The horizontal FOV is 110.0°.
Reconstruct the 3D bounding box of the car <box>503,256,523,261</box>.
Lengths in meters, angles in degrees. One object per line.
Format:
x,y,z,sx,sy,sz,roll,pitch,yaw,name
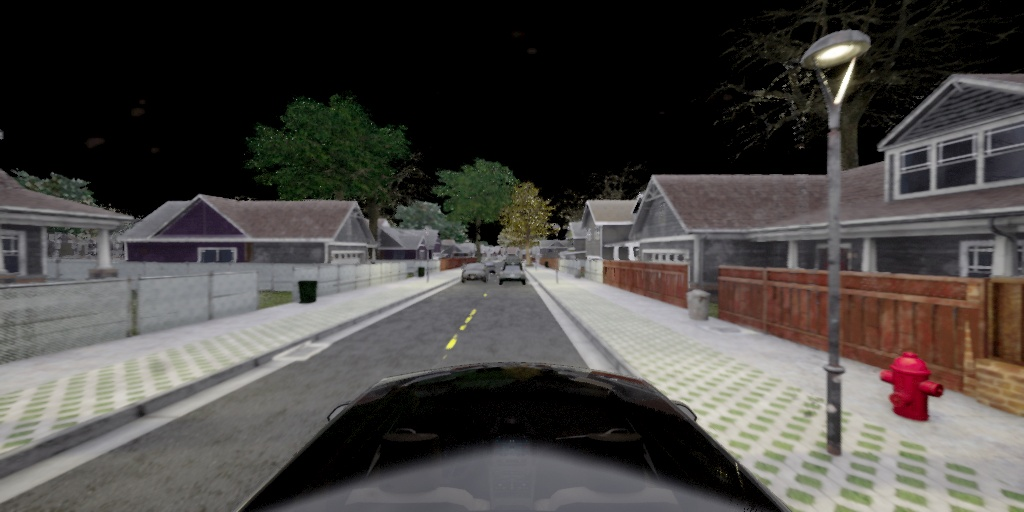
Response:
0.125,0.986,44.043,2.150,2.045,5.566,0,0,0,car

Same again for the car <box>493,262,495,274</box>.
-2.714,1.310,40.767,2.033,1.411,5.357,0,0,0,car

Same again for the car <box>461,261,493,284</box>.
-2.732,1.258,27.433,1.837,1.490,4.892,0,-1,0,car

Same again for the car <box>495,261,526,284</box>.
0.052,1.315,26.720,1.994,1.385,4.181,0,0,1,car
